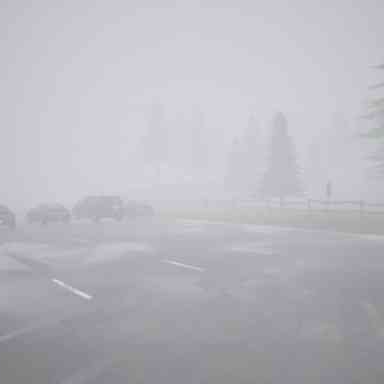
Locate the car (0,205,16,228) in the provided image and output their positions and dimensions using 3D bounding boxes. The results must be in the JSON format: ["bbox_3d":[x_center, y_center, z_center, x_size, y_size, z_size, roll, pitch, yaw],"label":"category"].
[{"bbox_3d":[-13.017,1.589,21.703,2.128,1.511,4.902,0,0,-42],"label":"car"}]

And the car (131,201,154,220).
[{"bbox_3d":[-5.259,1.532,28.779,2.128,1.511,4.902,0,0,-42],"label":"car"}]

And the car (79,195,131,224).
[{"bbox_3d":[-7.337,1.277,25.860,2.150,2.045,5.566,0,0,-42],"label":"car"}]

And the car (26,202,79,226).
[{"bbox_3d":[-10.433,1.570,24.063,2.128,1.511,4.902,0,0,-42],"label":"car"}]
